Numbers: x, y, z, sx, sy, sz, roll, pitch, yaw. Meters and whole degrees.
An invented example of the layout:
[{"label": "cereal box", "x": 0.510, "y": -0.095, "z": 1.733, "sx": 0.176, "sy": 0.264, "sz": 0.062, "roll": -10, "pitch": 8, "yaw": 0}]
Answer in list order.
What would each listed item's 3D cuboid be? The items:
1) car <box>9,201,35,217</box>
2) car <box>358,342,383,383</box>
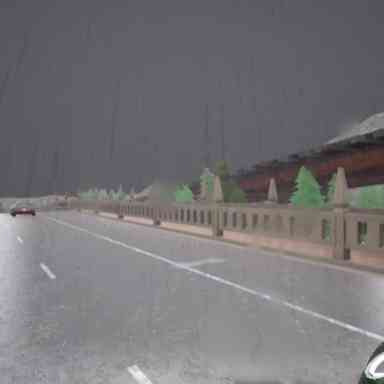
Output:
[{"label": "car", "x": -16.339, "y": 1.585, "z": 31.937, "sx": 1.994, "sy": 1.385, "sz": 4.181, "roll": 0, "pitch": -1, "yaw": -33}, {"label": "car", "x": 3.217, "y": 1.336, "z": 1.457, "sx": 2.097, "sy": 1.767, "sz": 4.553, "roll": 0, "pitch": 0, "yaw": -33}]
